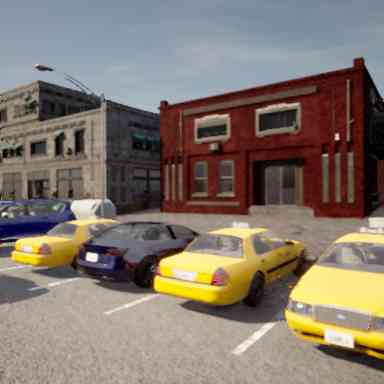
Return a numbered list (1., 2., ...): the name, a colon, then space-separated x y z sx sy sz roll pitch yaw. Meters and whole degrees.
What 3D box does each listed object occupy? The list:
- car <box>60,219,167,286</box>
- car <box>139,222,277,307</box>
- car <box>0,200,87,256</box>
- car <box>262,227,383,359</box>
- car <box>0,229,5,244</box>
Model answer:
1. car: -0.989 1.577 9.694 2.163 1.488 4.792 -1 0 35
2. car: 1.347 1.514 8.223 1.946 1.575 5.366 -1 0 35
3. car: -7.764 1.393 14.443 2.435 2.045 5.566 -1 -1 35
4. car: 3.380 1.486 6.316 1.946 1.575 5.366 -1 0 36
5. car: -7.208 1.664 8.511 5.357 1.411 2.033 -1 0 35
